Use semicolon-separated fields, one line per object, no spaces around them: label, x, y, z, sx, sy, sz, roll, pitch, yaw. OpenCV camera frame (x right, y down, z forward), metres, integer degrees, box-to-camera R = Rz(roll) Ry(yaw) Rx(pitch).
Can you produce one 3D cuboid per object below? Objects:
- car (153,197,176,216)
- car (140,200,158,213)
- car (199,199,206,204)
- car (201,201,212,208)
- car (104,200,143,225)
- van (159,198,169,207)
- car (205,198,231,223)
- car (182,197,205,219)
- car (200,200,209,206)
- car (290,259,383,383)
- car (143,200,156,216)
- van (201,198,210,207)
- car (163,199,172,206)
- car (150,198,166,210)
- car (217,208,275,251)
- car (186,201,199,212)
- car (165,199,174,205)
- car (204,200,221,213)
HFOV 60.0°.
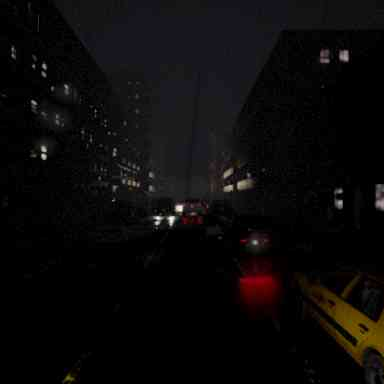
car;-3.085;1.647;39.084;2.150;2.045;5.566;0;-1;0
car;-5.675;1.927;44.275;1.967;1.590;4.097;0;-1;0
car;2.713;2.648;89.785;1.802;1.307;4.206;0;-1;0
car;2.707;2.274;61.338;1.802;1.307;4.206;0;-1;0
car;-5.678;1.605;27.206;2.192;1.841;5.009;0;-1;0
van;-5.670;2.105;67.032;1.690;1.788;3.998;0;-1;0
car;2.704;1.670;32.892;2.192;1.841;5.009;0;-1;0
car;0.056;1.641;38.681;2.150;2.045;5.566;0;-1;1
car;2.710;2.382;72.717;1.887;1.381;4.507;0;-1;0
car;2.697;1.573;4.610;1.752;1.417;4.829;0;-1;0
car;-5.677;1.971;38.583;2.008;1.369;4.403;0;-1;0
van;2.710;2.105;67.028;1.690;1.788;3.998;0;-1;0
car;-5.669;2.435;78.240;1.752;1.417;4.829;0;-1;0
car;-5.672;1.937;55.655;2.192;1.841;5.009;0;-1;0
car;2.358;1.659;14.841;1.837;1.490;4.892;0;-1;0
car;0.016;2.051;49.187;1.837;1.490;4.892;0;0;0
car;-5.669;2.570;84.100;1.802;1.307;4.206;0;-1;0
car;2.705;1.927;44.270;1.967;1.590;4.097;0;-1;0
